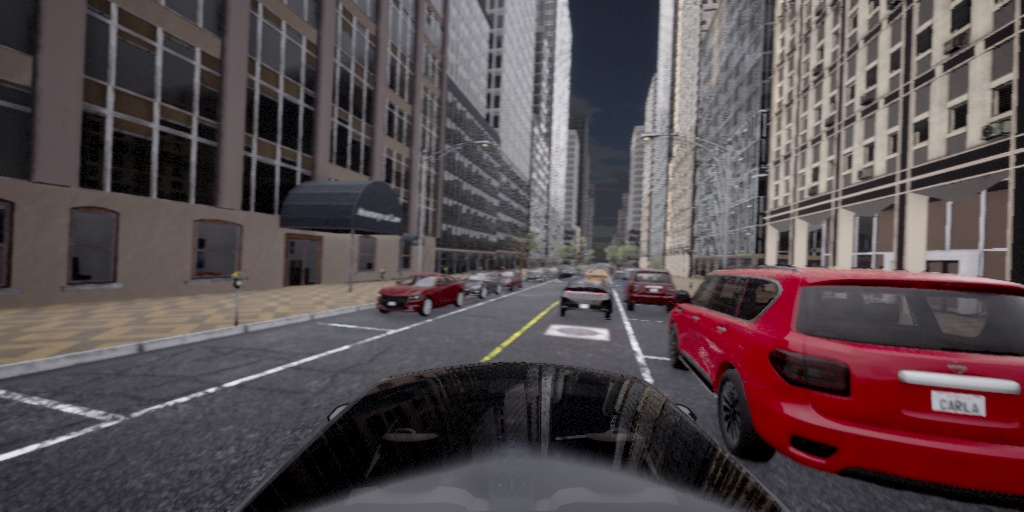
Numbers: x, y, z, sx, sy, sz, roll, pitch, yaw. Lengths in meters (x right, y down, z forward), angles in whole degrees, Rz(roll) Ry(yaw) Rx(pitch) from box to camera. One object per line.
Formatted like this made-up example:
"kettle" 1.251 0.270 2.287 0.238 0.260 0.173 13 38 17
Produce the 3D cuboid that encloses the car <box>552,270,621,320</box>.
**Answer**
"car" 3.046 1.527 14.412 2.128 1.511 4.902 2 -1 14

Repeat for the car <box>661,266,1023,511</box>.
"car" 3.775 1.182 5.101 2.150 2.045 5.566 2 -1 14

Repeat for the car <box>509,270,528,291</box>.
"car" -0.404 1.589 24.394 1.802 1.307 4.207 0 0 14

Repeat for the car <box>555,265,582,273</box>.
"car" 6.546 1.856 40.701 2.097 1.767 4.553 2 -1 15

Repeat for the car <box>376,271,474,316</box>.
"car" -3.221 1.296 13.385 1.888 1.381 4.507 0 0 14

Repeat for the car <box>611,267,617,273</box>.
"car" 13.342 2.396 44.330 2.007 1.370 4.403 0 0 14

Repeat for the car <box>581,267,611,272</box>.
"car" 7.277 1.897 30.949 1.882 1.535 5.008 2 -1 14

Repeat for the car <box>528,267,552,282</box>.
"car" 2.413 1.813 35.404 2.007 1.370 4.403 0 0 14

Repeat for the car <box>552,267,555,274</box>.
"car" 5.231 2.068 46.413 2.007 1.370 4.403 0 0 14

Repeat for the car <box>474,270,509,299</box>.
"car" -1.813 1.430 18.890 2.007 1.370 4.403 0 0 14

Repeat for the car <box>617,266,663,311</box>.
"car" 6.299 1.521 16.806 2.192 1.841 5.009 0 0 14
